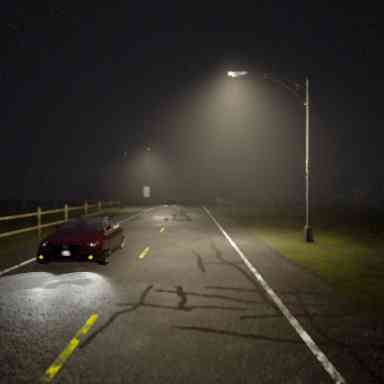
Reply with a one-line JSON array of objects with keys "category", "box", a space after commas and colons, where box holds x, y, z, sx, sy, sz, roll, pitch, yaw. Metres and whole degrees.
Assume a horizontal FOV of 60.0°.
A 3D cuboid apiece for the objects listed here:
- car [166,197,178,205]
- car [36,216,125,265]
[{"category": "car", "box": [-3.484, 1.522, 57.247, 1.895, 1.301, 4.718, 0, 0, 0]}, {"category": "car", "box": [-3.596, 1.543, 11.456, 1.994, 1.385, 4.181, 0, 0, 0]}]
